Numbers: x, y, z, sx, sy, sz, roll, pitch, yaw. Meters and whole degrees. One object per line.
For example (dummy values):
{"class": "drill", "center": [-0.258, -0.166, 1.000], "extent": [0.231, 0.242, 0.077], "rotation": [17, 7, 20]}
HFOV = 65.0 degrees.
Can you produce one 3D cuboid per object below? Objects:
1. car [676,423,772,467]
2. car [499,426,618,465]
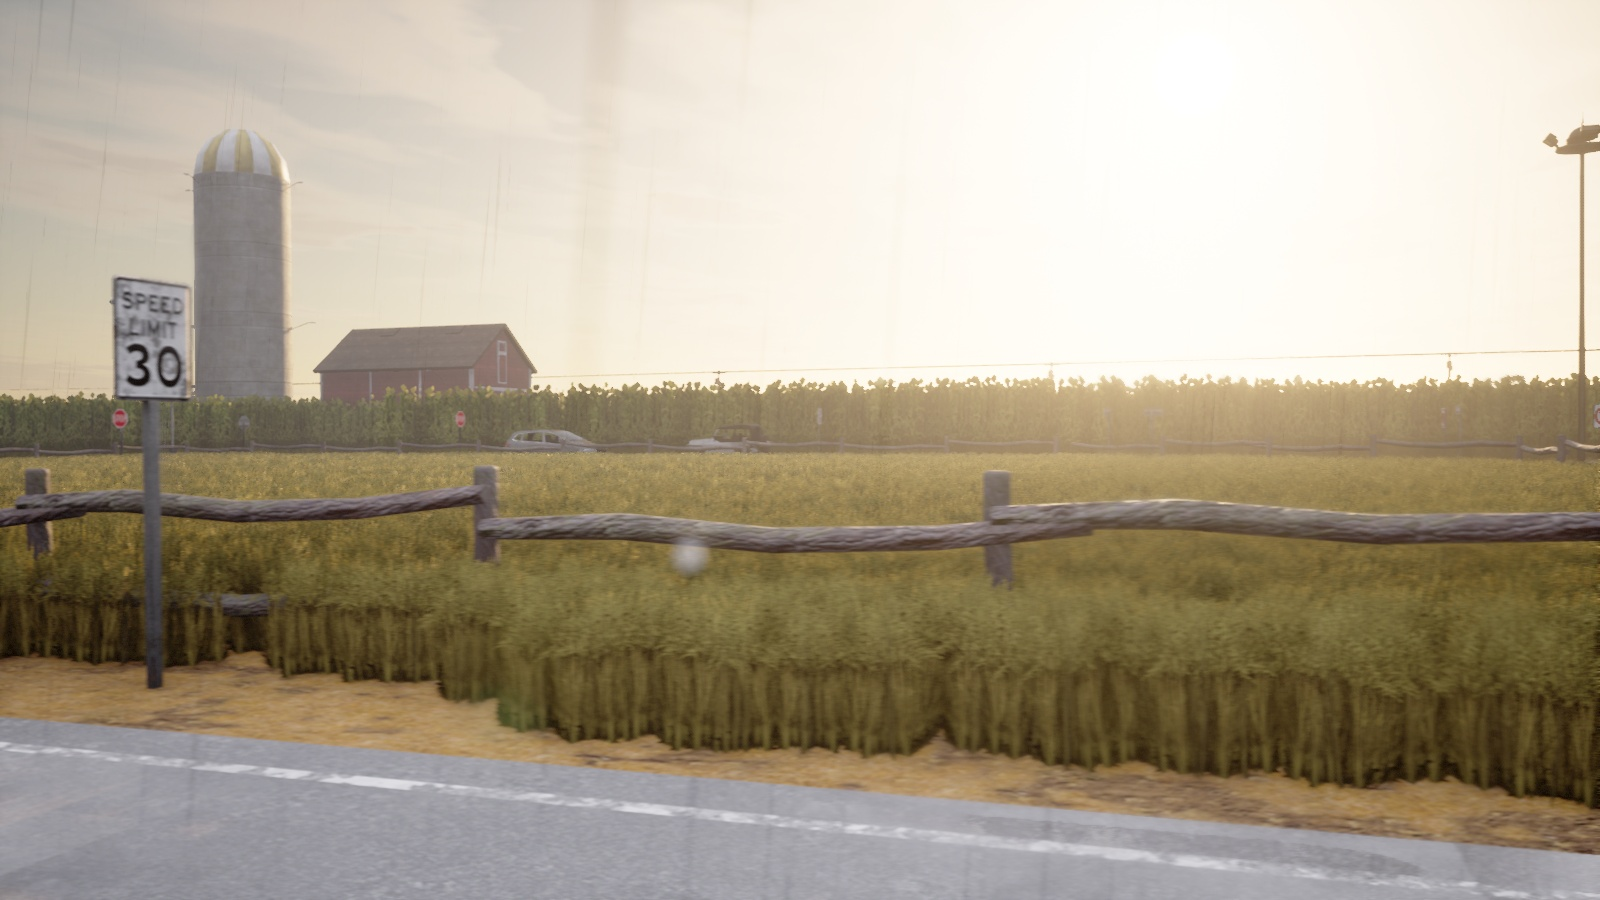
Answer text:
{"class": "car", "center": [-3.385, -0.238, 56.152], "extent": [3.866, 1.878, 1.905], "rotation": [1, 1, 19]}
{"class": "car", "center": [-10.642, -0.217, 55.394], "extent": [4.611, 1.667, 2.242], "rotation": [1, 1, 19]}
